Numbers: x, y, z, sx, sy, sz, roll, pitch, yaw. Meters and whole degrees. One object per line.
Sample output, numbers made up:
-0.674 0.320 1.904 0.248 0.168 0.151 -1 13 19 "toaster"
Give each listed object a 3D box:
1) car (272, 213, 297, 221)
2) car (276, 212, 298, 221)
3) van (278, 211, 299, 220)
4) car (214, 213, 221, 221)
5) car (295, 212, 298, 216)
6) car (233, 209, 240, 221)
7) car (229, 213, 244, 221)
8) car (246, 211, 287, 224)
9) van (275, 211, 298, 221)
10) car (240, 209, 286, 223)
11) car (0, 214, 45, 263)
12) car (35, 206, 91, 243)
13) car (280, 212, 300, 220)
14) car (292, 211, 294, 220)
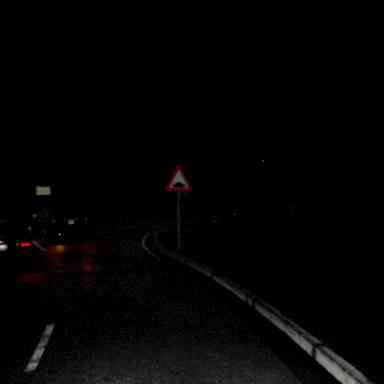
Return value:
18.830 5.136 67.607 4.792 1.488 2.163 -1 -4 21 "car"
20.779 5.334 72.896 4.553 1.767 2.185 -1 -4 21 "car"
22.615 5.552 77.956 4.442 1.987 1.878 -1 -3 21 "van"
5.271 4.290 56.792 1.994 1.385 4.181 -1 -4 21 "car"
16.846 4.792 62.478 4.674 1.452 2.002 -1 -4 21 "car"
8.325 3.914 55.691 2.150 2.045 5.566 -1 -4 21 "car"
8.841 4.898 66.159 1.837 1.490 4.892 -1 -4 21 "car"
9.985 3.396 44.511 5.008 1.535 2.097 -1 -4 21 "car"
19.893 5.054 70.159 4.442 1.987 1.878 -1 -4 21 "van"
9.005 3.191 41.944 4.892 1.521 2.231 -1 -5 21 "car"
-6.735 1.669 11.794 2.033 1.411 5.357 0 0 -30 "car"
-7.111 1.502 17.452 2.097 1.767 4.553 -1 0 -40 "car"
23.730 5.803 80.466 4.553 1.767 2.185 -1 -3 21 "car"
12.754 3.997 52.276 5.366 1.575 1.946 -1 -4 21 "car"
